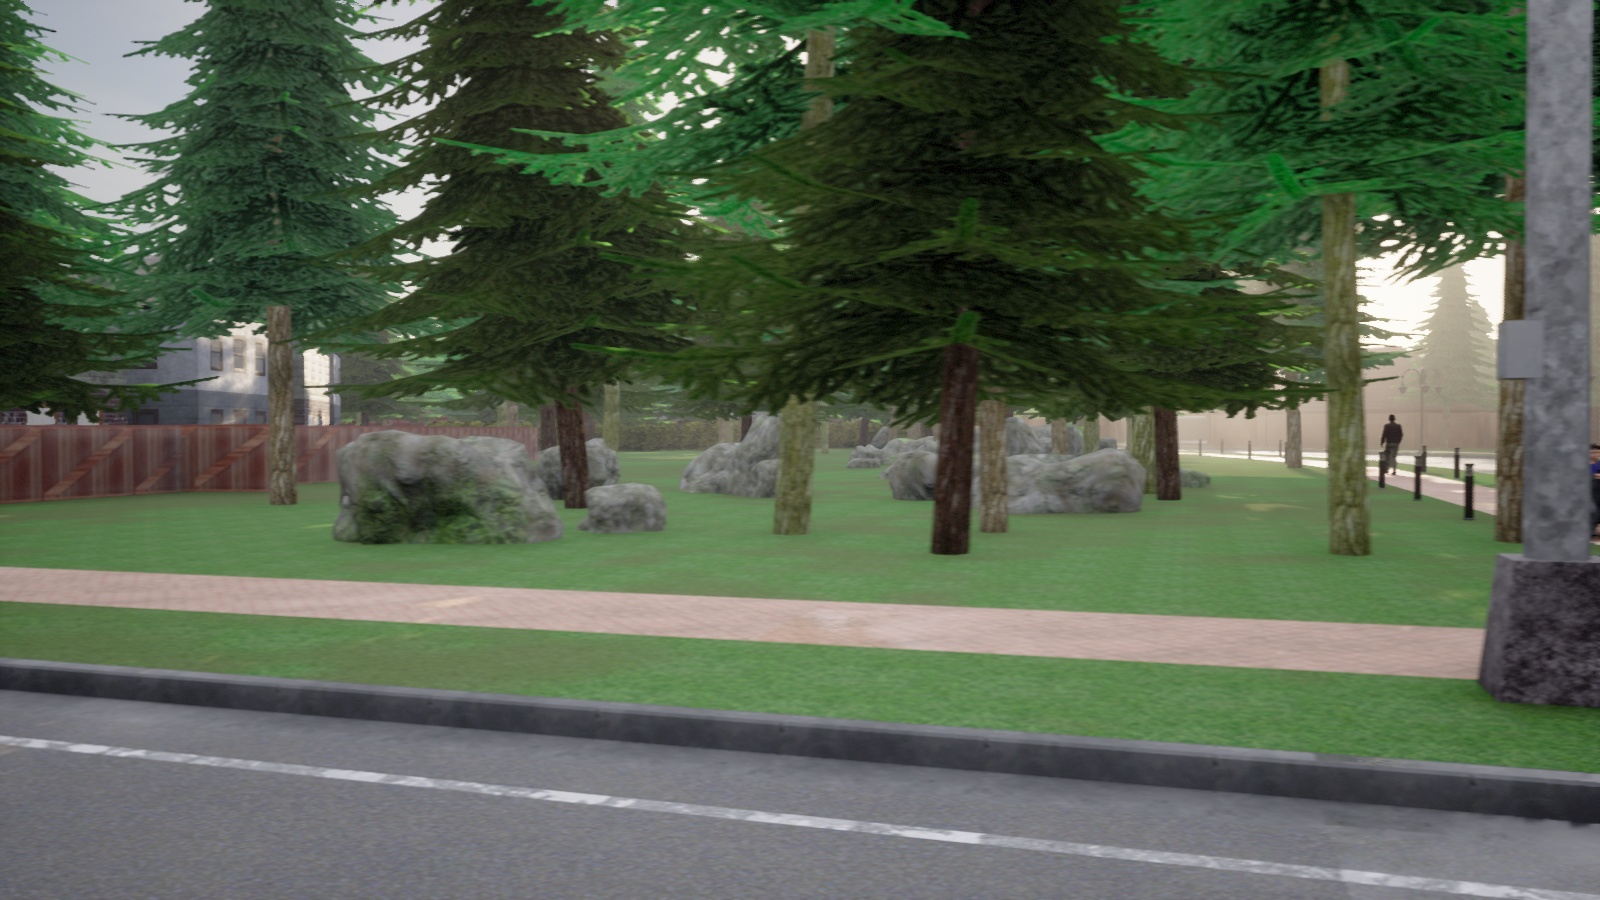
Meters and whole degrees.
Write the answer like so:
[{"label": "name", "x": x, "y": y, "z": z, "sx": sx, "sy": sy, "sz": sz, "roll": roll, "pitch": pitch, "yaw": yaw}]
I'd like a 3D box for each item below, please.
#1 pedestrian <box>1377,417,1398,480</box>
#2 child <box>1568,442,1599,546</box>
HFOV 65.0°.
[{"label": "pedestrian", "x": 17.346, "y": -0.061, "z": 37.075, "sx": 0.431, "sy": 1.840, "sz": 0.703, "roll": 0, "pitch": 1, "yaw": 15}, {"label": "child", "x": 9.763, "y": 0.534, "z": 15.595, "sx": 0.270, "sy": 1.263, "sz": 0.437, "roll": 1, "pitch": 1, "yaw": 17}]
